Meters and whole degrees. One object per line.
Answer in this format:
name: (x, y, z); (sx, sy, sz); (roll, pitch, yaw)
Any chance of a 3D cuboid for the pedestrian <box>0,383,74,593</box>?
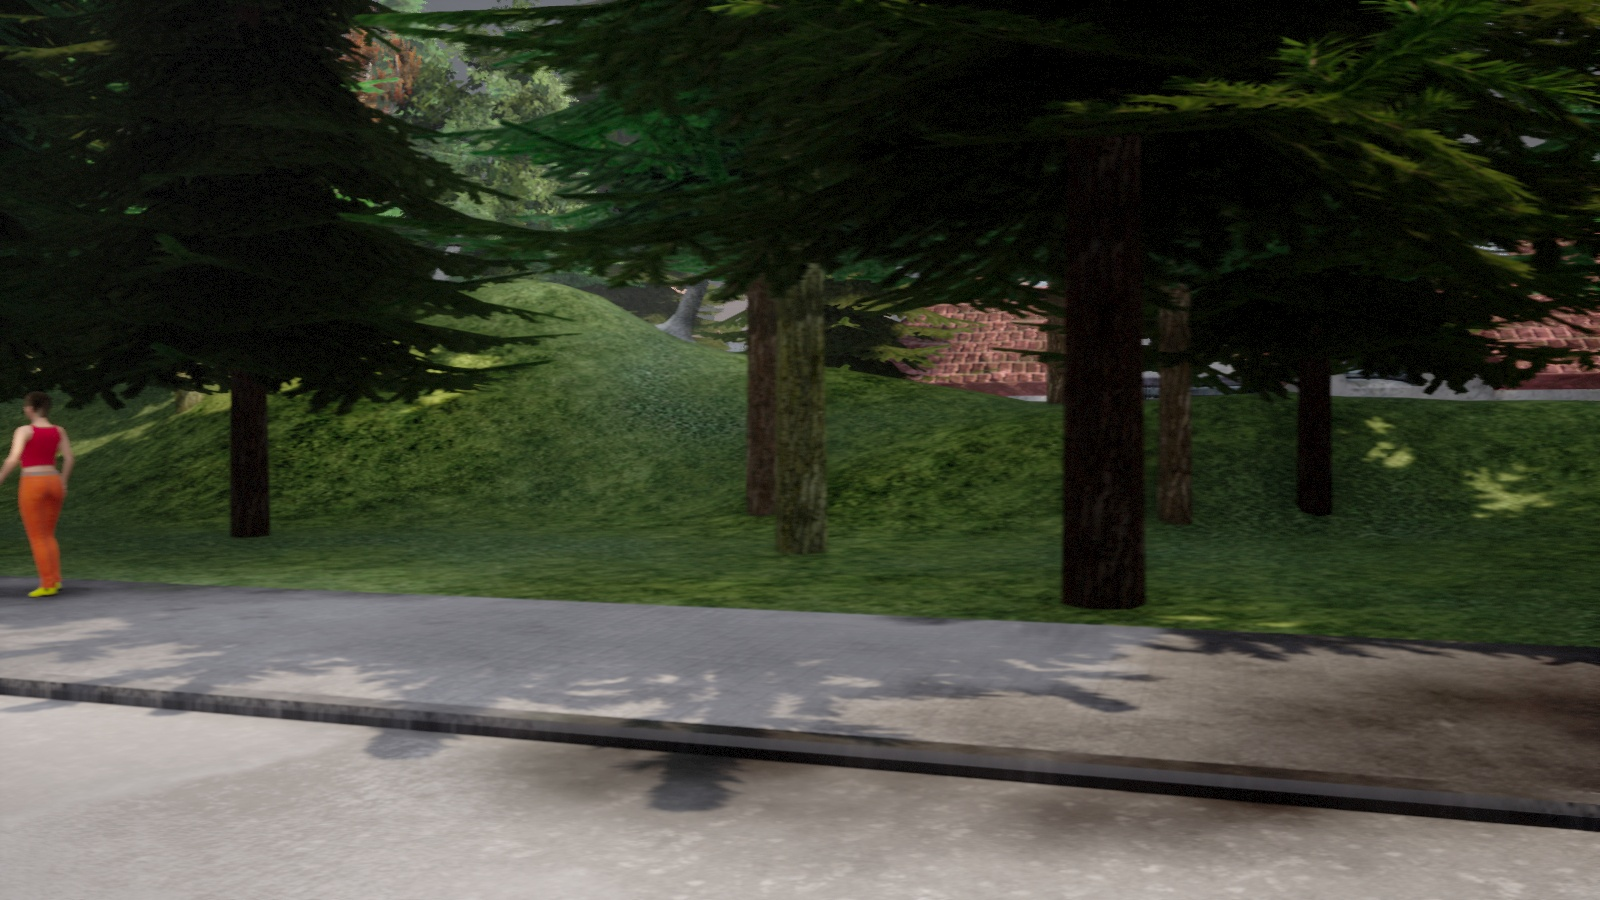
pedestrian: (-6.883, 0.328, 11.283); (0.594, 1.836, 0.345); (1, 1, 26)
